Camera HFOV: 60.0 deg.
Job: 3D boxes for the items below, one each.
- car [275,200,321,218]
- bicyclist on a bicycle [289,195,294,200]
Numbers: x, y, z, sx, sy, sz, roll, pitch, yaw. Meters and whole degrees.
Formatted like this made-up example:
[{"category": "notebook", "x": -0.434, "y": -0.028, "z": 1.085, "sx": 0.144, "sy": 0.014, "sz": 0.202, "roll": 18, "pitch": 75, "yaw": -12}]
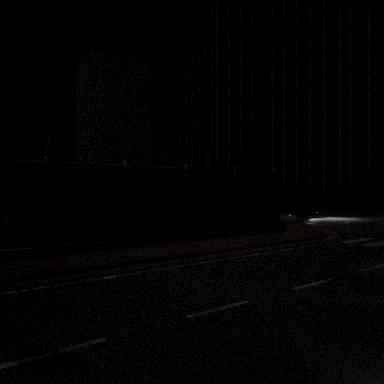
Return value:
[{"category": "car", "x": 9.282, "y": 1.470, "z": 30.132, "sx": 1.812, "sy": 1.442, "sz": 4.674, "roll": 0, "pitch": 0, "yaw": -36}, {"category": "bicyclist on a bicycle", "x": 13.417, "y": 1.245, "z": 44.950, "sx": 1.656, "sy": 1.620, "sz": 0.582, "roll": 0, "pitch": 0, "yaw": -36}]
